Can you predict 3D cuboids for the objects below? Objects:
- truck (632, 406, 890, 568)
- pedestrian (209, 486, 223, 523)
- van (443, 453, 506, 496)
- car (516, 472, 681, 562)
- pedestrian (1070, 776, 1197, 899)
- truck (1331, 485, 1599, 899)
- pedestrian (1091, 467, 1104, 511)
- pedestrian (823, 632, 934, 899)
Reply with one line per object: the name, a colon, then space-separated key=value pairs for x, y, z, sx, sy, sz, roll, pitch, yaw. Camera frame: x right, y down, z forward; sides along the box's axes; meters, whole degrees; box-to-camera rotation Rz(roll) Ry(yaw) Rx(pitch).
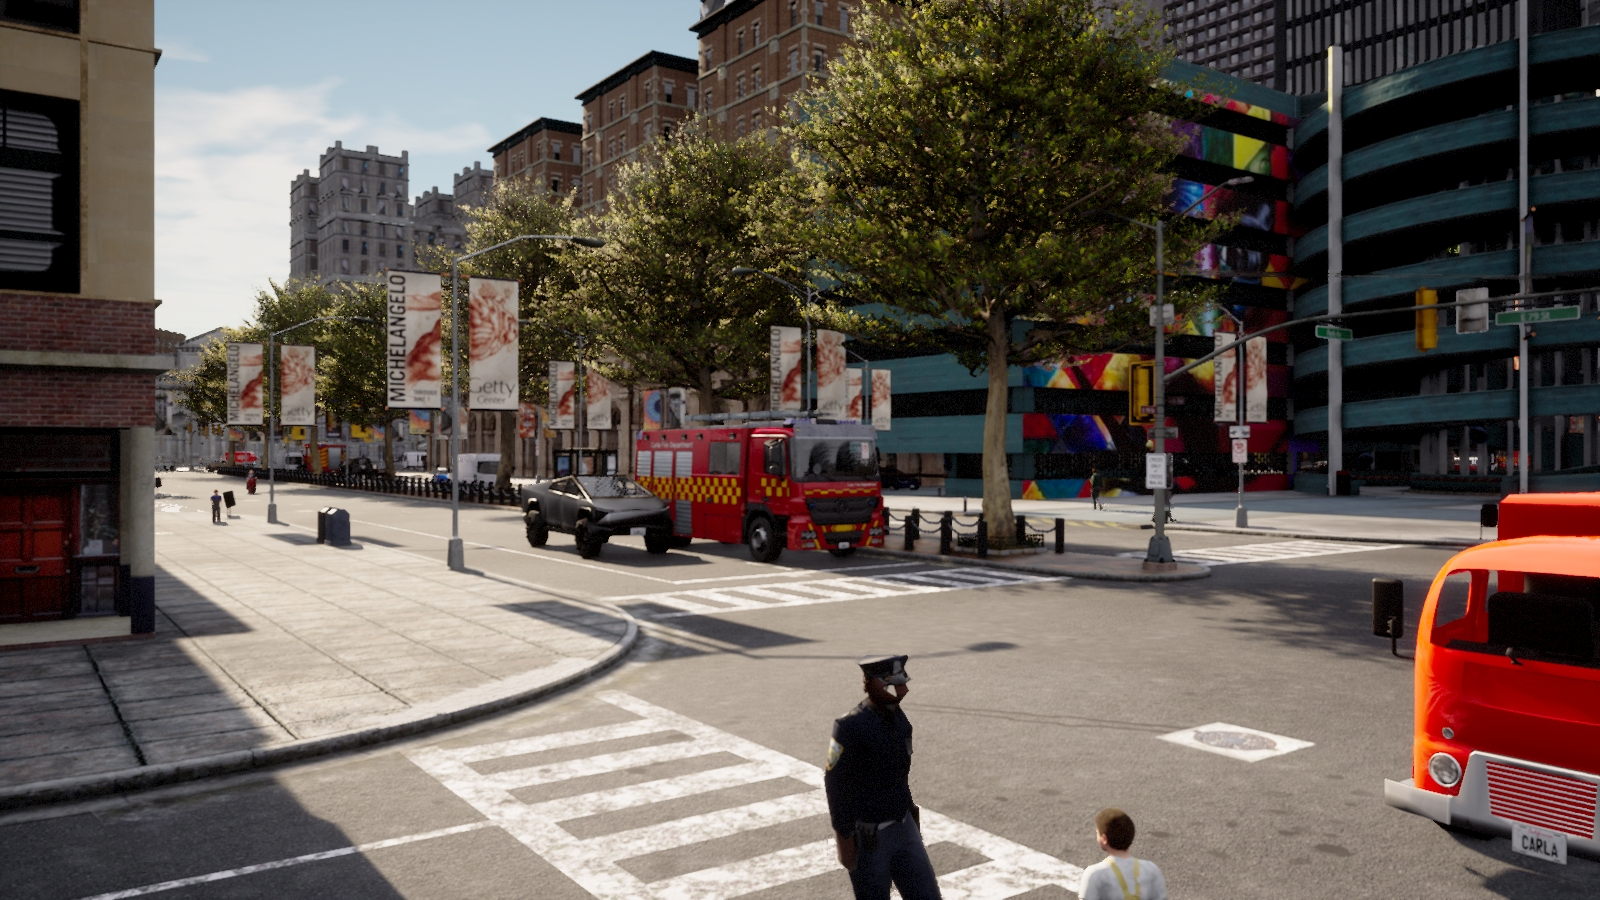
truck: x=-1.372 y=0.873 z=31.280 sx=2.891 sy=3.827 sz=8.468 roll=0 pitch=0 yaw=-35
pedestrian: x=-21.050 y=1.968 z=41.191 sx=0.375 sy=1.300 sz=0.375 roll=0 pitch=0 yaw=-36
van: x=-20.744 y=1.508 z=72.577 sx=1.988 sy=2.561 sz=5.915 roll=0 pitch=0 yaw=-35
car: x=-5.758 y=1.739 z=31.851 sx=2.390 sy=2.098 sz=6.274 roll=0 pitch=0 yaw=-31
pedestrian: x=1.429 y=2.123 z=4.914 sx=0.375 sy=1.300 sz=0.375 roll=0 pitch=0 yaw=-21
truck: x=6.598 y=1.559 z=8.403 sx=5.204 sy=2.467 sz=2.627 roll=0 pitch=0 yaw=-35
pedestrian: x=12.679 y=1.656 z=48.673 sx=0.375 sy=1.860 sz=0.375 roll=0 pitch=0 yaw=-27
pedestrian: x=0.376 y=1.844 z=5.470 sx=0.375 sy=1.860 sz=0.375 roll=0 pitch=0 yaw=-36
